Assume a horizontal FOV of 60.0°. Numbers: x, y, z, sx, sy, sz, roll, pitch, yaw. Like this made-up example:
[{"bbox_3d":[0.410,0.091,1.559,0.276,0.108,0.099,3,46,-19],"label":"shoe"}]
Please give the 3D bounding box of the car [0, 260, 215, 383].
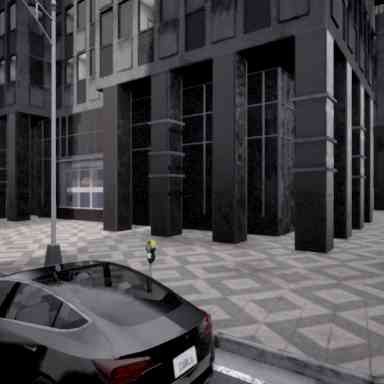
[{"bbox_3d":[-1.751,1.566,4.211,4.313,1.339,1.947,0,0,35],"label":"car"}]
